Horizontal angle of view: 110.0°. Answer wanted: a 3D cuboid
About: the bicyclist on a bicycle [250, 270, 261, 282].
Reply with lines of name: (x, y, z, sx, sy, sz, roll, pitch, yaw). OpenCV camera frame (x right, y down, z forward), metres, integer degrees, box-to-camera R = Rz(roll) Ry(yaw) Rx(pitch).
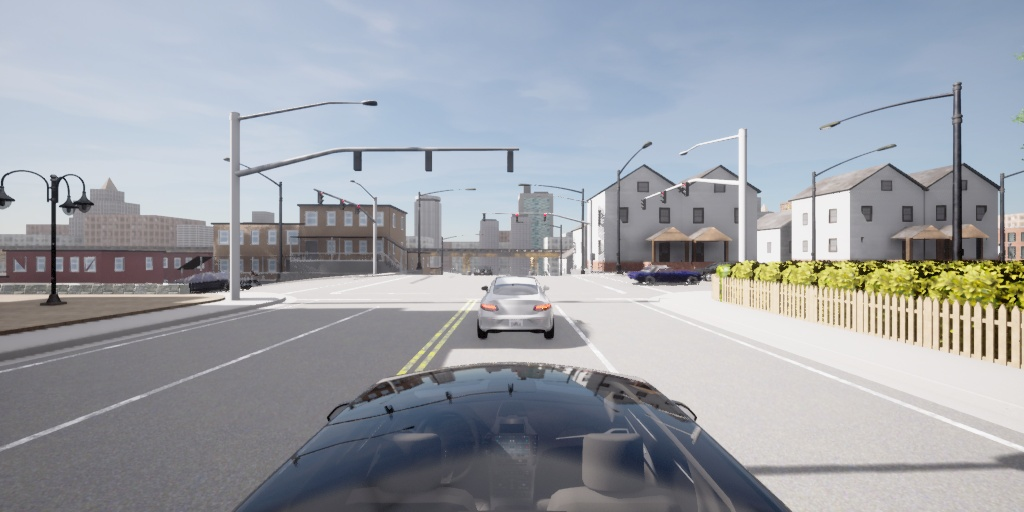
bicyclist on a bicycle: (-25.575, 2.214, 35.561, 0.582, 1.620, 1.656, -8, 0, 0)

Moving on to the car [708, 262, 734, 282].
car: (16.789, 1.255, 28.802, 4.892, 1.490, 1.837, 0, 0, -1)

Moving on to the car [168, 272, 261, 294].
car: (-20.470, 1.835, 24.671, 5.357, 1.411, 2.033, -5, 0, -1)

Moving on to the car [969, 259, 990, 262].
car: (36.922, 1.102, 29.022, 4.553, 1.767, 2.097, 0, 0, -1)

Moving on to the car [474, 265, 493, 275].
car: (-3.528, 2.162, 45.228, 2.150, 2.045, 5.566, 0, -9, 0)

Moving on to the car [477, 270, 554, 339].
car: (0.099, 1.276, 9.988, 1.812, 1.442, 4.674, 0, 0, 0)

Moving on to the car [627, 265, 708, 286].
car: (10.636, 1.351, 25.031, 4.718, 1.301, 1.895, 0, 0, -1)
